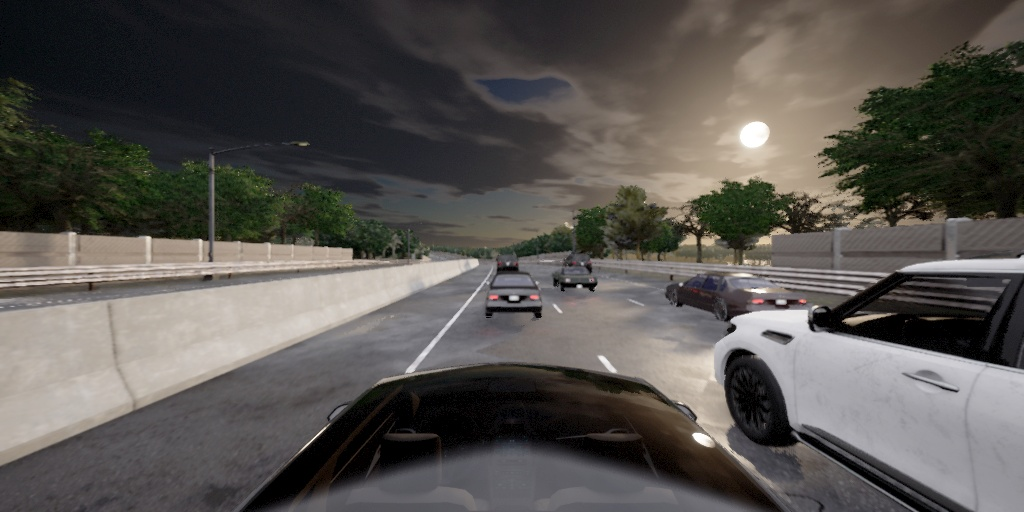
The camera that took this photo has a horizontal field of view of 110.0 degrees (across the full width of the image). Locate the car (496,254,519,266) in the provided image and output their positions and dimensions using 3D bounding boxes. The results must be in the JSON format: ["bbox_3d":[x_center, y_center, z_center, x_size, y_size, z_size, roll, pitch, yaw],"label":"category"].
[{"bbox_3d":[-0.462,0.855,36.442,2.150,2.045,5.566,0,0,-2],"label":"car"}]

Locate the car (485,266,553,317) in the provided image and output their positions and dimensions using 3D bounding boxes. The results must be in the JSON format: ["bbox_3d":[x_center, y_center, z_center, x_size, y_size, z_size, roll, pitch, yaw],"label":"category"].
[{"bbox_3d":[0.029,1.245,12.818,2.033,1.411,5.357,0,0,-1],"label":"car"}]

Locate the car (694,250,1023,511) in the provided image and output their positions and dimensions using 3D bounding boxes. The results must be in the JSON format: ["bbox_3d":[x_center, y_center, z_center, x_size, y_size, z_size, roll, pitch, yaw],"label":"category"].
[{"bbox_3d":[3.591,0.968,2.089,2.150,2.045,5.566,0,0,0],"label":"car"}]

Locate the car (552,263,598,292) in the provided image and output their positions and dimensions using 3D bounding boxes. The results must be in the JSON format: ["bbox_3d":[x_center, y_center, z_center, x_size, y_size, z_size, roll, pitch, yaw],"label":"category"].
[{"bbox_3d":[3.418,1.261,20.549,1.895,1.301,4.718,0,0,-1],"label":"car"}]

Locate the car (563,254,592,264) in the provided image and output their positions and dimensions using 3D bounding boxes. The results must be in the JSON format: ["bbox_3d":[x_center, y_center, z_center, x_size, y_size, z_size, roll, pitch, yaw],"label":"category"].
[{"bbox_3d":[6.543,0.850,36.388,2.150,2.045,5.566,0,0,-2],"label":"car"}]

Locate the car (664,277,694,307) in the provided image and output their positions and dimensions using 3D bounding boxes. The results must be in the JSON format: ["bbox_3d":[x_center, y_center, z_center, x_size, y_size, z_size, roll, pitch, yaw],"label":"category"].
[{"bbox_3d":[7.036,1.245,11.927,2.033,1.411,5.357,0,0,-1],"label":"car"}]
